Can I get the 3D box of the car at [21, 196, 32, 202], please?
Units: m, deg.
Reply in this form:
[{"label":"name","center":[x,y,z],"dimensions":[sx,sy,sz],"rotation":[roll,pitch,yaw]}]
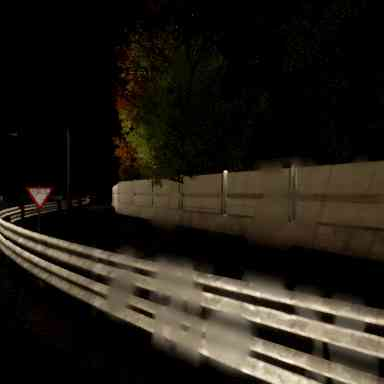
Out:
[{"label":"car","center":[-38.200,1.541,76.866],"dimensions":[1.994,1.385,4.181],"rotation":[0,0,-30]}]
